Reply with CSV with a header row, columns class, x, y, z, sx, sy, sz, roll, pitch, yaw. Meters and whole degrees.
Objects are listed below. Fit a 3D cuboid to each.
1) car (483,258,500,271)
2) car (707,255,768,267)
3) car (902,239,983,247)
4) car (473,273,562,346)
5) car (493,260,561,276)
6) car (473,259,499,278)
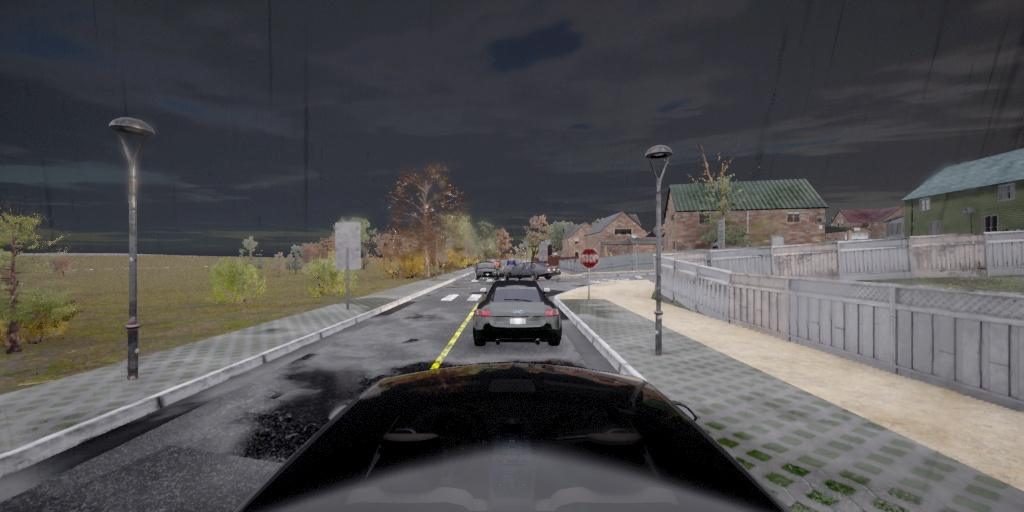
class,x,y,z,sx,sy,sz,roll,pitch,yaw
car,-2.928,1.121,51.139,2.097,1.767,4.553,0,0,1
car,14.353,0.413,22.815,4.181,1.385,1.994,-3,0,16
car,23.857,-0.208,20.409,4.902,1.511,2.128,-3,0,14
car,0.089,1.313,9.400,1.994,1.385,4.181,0,0,-1
car,1.293,1.198,28.417,5.357,1.411,2.033,-4,-3,43
car,-2.299,1.258,31.322,1.837,1.490,4.892,0,0,-8
